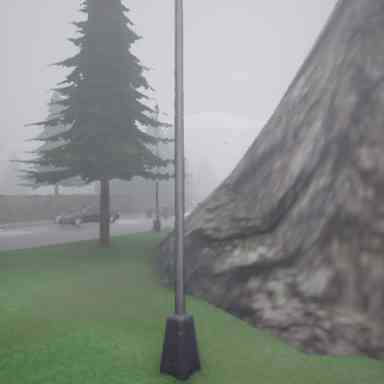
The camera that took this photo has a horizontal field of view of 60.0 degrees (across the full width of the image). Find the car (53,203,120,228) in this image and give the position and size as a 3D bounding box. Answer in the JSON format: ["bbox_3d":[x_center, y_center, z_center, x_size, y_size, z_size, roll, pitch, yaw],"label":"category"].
[{"bbox_3d":[-7.261,1.565,23.331,2.128,1.511,4.902,0,0,34],"label":"car"}]

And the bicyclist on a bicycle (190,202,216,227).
[{"bbox_3d":[0.572,1.497,21.842,1.656,1.620,0.582,-1,0,34],"label":"bicyclist on a bicycle"}]

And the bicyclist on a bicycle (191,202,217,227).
[{"bbox_3d":[0.808,1.498,22.550,1.656,1.620,0.582,-1,0,15],"label":"bicyclist on a bicycle"}]

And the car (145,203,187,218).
[{"bbox_3d":[-2.398,1.675,31.272,1.895,1.301,4.718,0,0,27],"label":"car"}]

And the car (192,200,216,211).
[{"bbox_3d":[1.534,1.682,40.796,1.895,1.301,4.718,0,0,17],"label":"car"}]
